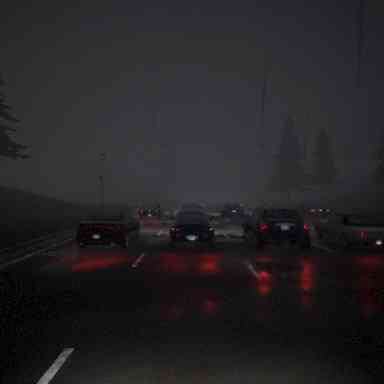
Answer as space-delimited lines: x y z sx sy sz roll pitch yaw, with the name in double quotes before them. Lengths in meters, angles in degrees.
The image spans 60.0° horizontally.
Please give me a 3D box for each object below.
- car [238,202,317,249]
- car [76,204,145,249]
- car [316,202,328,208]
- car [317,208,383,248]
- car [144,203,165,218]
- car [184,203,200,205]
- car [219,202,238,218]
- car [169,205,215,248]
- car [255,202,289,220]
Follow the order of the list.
"car" 3.500 1.363 14.620 2.097 1.767 4.553 0 0 0
"car" -3.500 1.482 14.650 1.882 1.535 5.008 0 0 0
"car" 10.500 1.561 29.650 2.033 1.411 5.357 0 0 0
"car" 7.000 1.614 14.680 1.895 1.301 4.718 0 0 0
"car" -3.500 1.614 29.680 1.895 1.301 4.718 0 0 0
"car" 0.000 1.614 29.680 1.895 1.301 4.718 0 0 0
"car" 3.500 1.570 29.650 1.994 1.385 4.181 0 0 0
"car" 0.000 1.530 14.650 1.812 1.442 4.674 0 0 0
"car" 7.000 1.614 29.680 1.895 1.301 4.718 0 0 0
